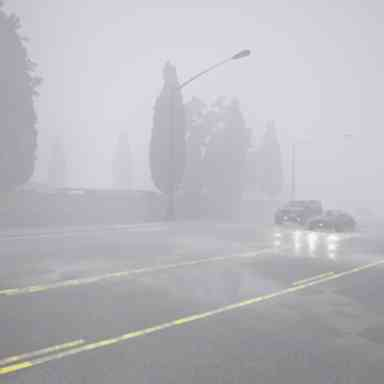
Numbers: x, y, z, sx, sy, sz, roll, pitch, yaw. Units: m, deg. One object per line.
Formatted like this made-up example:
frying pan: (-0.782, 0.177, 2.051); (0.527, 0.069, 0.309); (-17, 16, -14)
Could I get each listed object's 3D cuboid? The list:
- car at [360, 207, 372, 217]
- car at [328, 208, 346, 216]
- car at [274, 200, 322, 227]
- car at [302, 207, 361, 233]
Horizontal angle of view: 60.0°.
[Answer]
car: (30.103, 3.434, 58.675); (2.097, 1.767, 4.553); (1, -2, 12)
car: (27.264, 3.720, 62.635); (1.994, 1.385, 4.181); (1, -2, 8)
car: (8.618, 1.619, 26.370); (2.150, 2.045, 5.566); (1, -2, 41)
car: (9.288, 1.883, 21.968); (1.994, 1.385, 4.181); (0, -2, 42)
